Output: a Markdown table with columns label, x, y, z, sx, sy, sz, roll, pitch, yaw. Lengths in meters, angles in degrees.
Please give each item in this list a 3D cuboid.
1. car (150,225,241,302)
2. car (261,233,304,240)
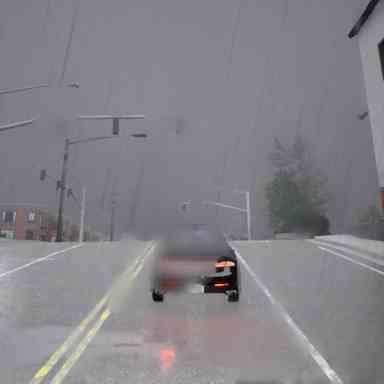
| label | x | y | z | sx | sy | sz | roll | pitch | yaw |
| --- | --- | --- | --- | --- | --- | --- | --- | --- | --- |
| car | 0.090 | 1.595 | 8.524 | 2.128 | 1.511 | 4.902 | 0 | -1 | 0 |
| car | 8.214 | 4.685 | 31.311 | 4.553 | 1.767 | 2.097 | -3 | -14 | 12 |
